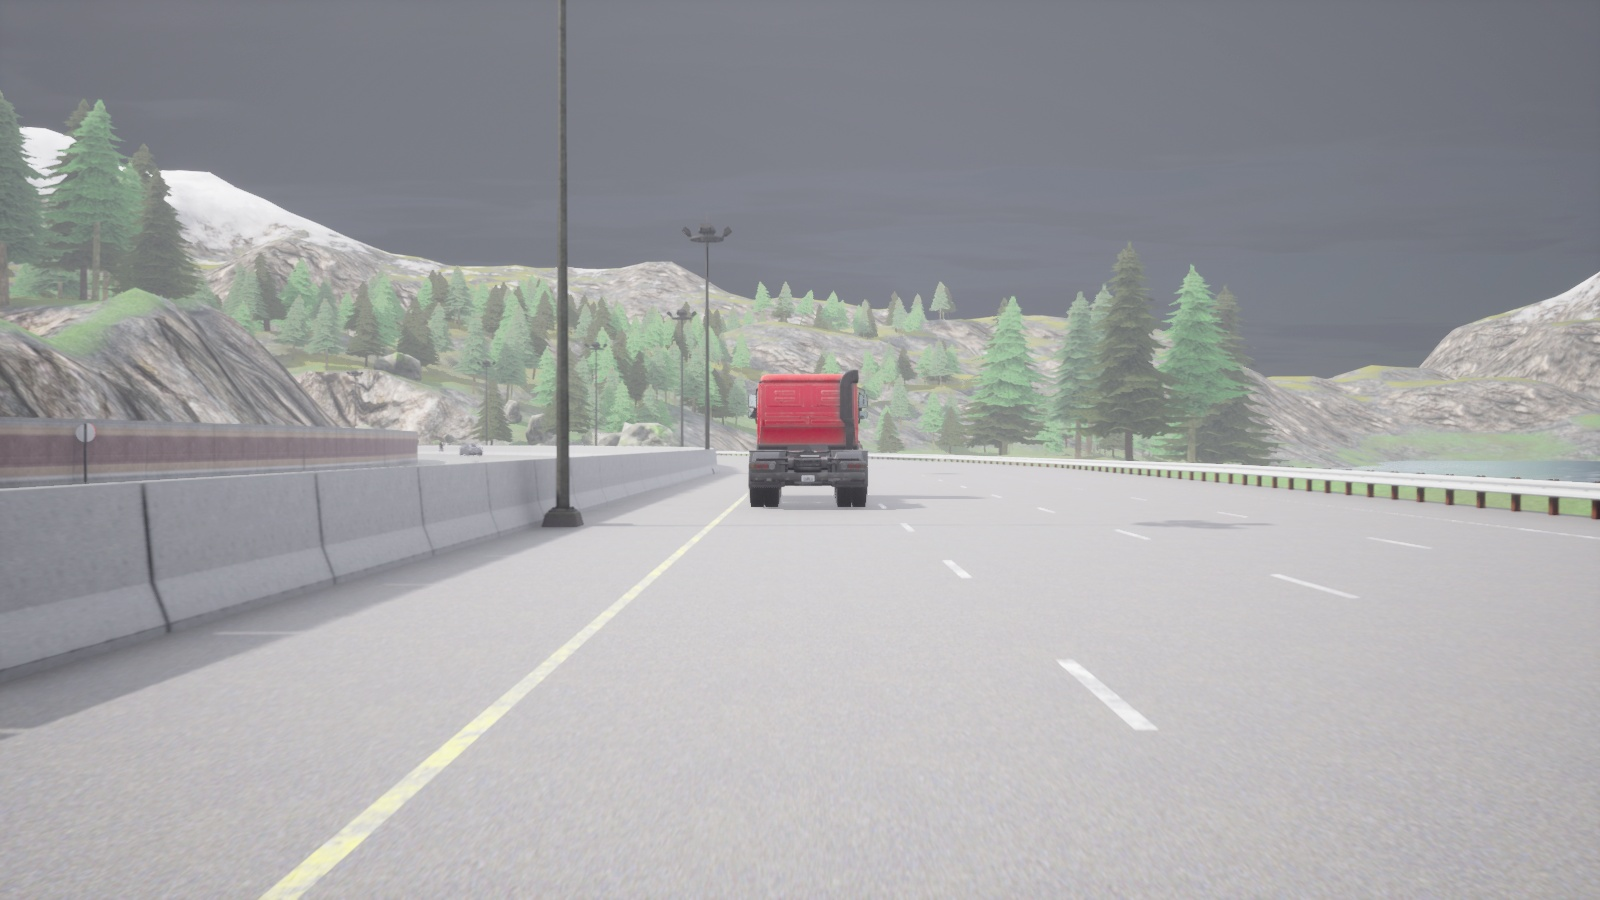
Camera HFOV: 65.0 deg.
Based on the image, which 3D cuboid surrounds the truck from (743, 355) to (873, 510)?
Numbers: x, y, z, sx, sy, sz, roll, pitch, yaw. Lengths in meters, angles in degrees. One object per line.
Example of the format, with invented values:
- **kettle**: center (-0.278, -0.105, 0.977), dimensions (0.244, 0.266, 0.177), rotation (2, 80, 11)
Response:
- **truck**: center (0.200, -0.416, 32.075), dimensions (2.891, 3.462, 7.936), rotation (0, 0, 0)
